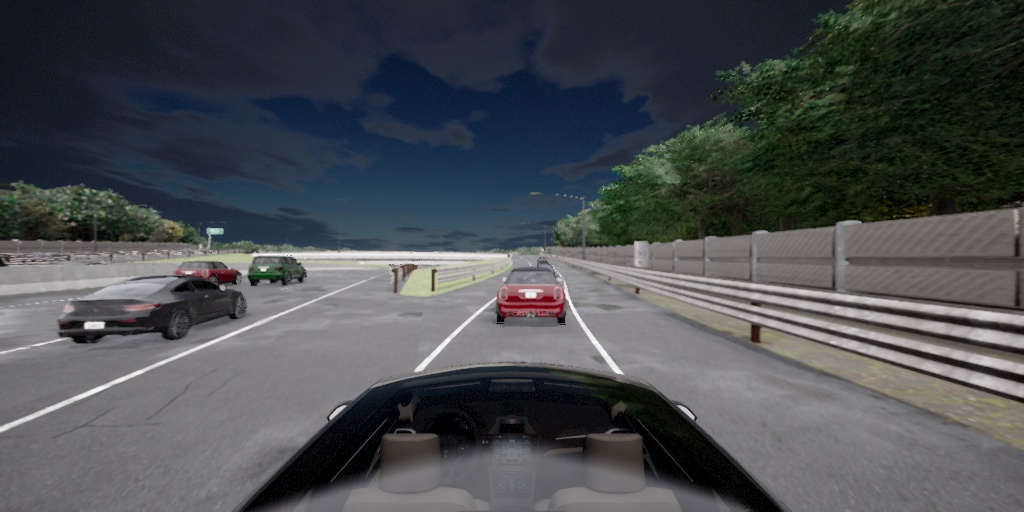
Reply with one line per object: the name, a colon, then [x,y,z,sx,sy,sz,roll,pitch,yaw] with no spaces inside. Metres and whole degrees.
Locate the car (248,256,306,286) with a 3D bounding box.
car: [-16.497,1.003,25.430,2.150,2.045,5.566,0,-1,-14]

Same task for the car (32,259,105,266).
car: [-35.852,1.223,29.765,1.882,1.535,5.008,0,-1,-14]

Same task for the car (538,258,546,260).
car: [4.837,1.091,57.819,1.837,1.490,4.892,0,1,3]

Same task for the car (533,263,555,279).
car: [3.143,1.405,34.951,1.994,1.385,4.181,0,0,6]

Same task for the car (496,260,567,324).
car: [0.689,1.148,12.398,2.097,1.767,4.553,0,0,4]

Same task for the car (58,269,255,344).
car: [-8.906,1.227,9.390,1.812,1.442,4.674,0,0,-14]

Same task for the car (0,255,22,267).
car: [-29.278,0.859,18.093,2.150,2.045,5.566,0,-1,-14]

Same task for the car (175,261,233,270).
car: [-19.519,1.093,23.113,2.097,1.767,4.553,0,-1,-14]
